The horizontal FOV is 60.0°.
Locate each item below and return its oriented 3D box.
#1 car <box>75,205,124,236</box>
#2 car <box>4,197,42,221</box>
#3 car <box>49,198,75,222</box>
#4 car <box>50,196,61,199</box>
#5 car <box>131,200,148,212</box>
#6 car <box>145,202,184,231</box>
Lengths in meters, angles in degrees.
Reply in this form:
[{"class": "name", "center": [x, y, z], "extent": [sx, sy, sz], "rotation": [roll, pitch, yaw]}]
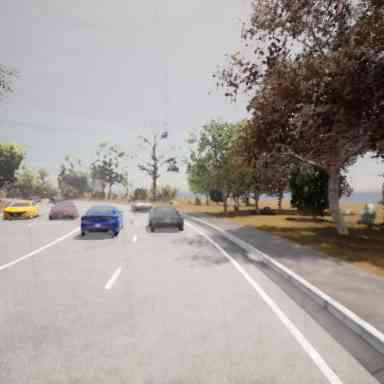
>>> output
[{"class": "car", "center": [-4.874, 1.466, 18.456], "extent": [1.882, 1.535, 5.008], "rotation": [0, 0, -8]}, {"class": "car", "center": [-14.054, 1.465, 27.736], "extent": [1.882, 1.535, 5.008], "rotation": [0, 0, -14]}, {"class": "car", "center": [-10.191, 1.511, 26.664], "extent": [1.812, 1.442, 4.674], "rotation": [0, 0, -14]}, {"class": "car", "center": [-26.190, 1.479, 64.380], "extent": [2.033, 1.411, 5.357], "rotation": [0, 0, -33]}, {"class": "car", "center": [-5.906, 1.571, 38.233], "extent": [1.895, 1.301, 4.718], "rotation": [0, 0, -18]}, {"class": "car", "center": [-1.684, 1.545, 20.547], "extent": [1.994, 1.385, 4.181], "rotation": [0, 0, -9]}]
